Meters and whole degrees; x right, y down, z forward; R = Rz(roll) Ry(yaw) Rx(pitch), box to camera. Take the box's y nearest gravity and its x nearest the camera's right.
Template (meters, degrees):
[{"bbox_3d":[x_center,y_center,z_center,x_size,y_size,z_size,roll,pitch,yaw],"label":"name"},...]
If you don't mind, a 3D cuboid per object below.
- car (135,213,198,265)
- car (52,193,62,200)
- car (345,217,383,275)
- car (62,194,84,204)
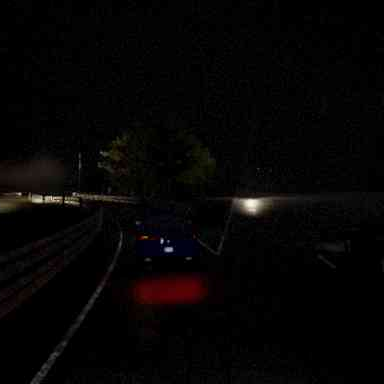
[{"bbox_3d":[-0.980,1.469,11.788,1.882,1.535,5.008,0,0,-8],"label":"car"},{"bbox_3d":[-24.723,0.972,61.691,1.882,1.535,5.008,0,1,-31],"label":"car"},{"bbox_3d":[6.016,1.466,9.685,1.837,1.490,4.892,0,0,8],"label":"car"},{"bbox_3d":[-18.931,1.204,53.714,1.994,1.385,4.181,0,1,-38],"label":"car"}]
